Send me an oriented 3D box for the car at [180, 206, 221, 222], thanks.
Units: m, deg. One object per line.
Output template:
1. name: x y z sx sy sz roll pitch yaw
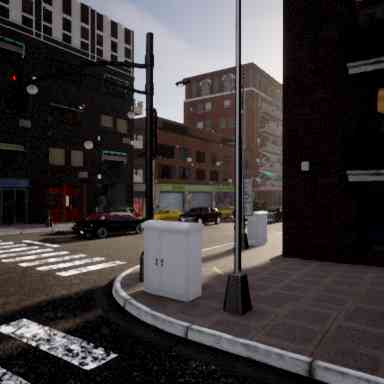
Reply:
1. car: 0.912 2.091 32.159 1.947 1.339 4.313 -1 -2 35

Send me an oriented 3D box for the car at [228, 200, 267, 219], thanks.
1. car: 6.386 1.865 35.464 2.150 2.045 5.566 0 -1 35

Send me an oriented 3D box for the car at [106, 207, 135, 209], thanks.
1. car: -5.396 1.757 23.094 1.967 1.590 4.097 -1 -2 35

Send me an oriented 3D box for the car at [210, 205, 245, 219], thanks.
1. car: 3.969 2.151 36.554 1.752 1.417 4.829 -1 -2 35

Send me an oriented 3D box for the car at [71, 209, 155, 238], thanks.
1. car: -4.641 1.880 19.616 1.895 1.301 4.718 0 -1 35

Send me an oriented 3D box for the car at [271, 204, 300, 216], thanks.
1. car: 12.502 2.392 44.185 2.033 1.411 5.357 0 -1 35

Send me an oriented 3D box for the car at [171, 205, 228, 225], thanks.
1. car: 0.714 1.961 27.311 1.837 1.490 4.892 0 -1 35

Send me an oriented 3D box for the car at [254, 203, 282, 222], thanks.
1. car: 8.399 2.125 32.758 2.128 1.511 4.902 0 -1 35

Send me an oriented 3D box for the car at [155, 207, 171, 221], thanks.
1. car: -2.339 1.943 27.486 1.752 1.417 4.829 -1 -2 35
